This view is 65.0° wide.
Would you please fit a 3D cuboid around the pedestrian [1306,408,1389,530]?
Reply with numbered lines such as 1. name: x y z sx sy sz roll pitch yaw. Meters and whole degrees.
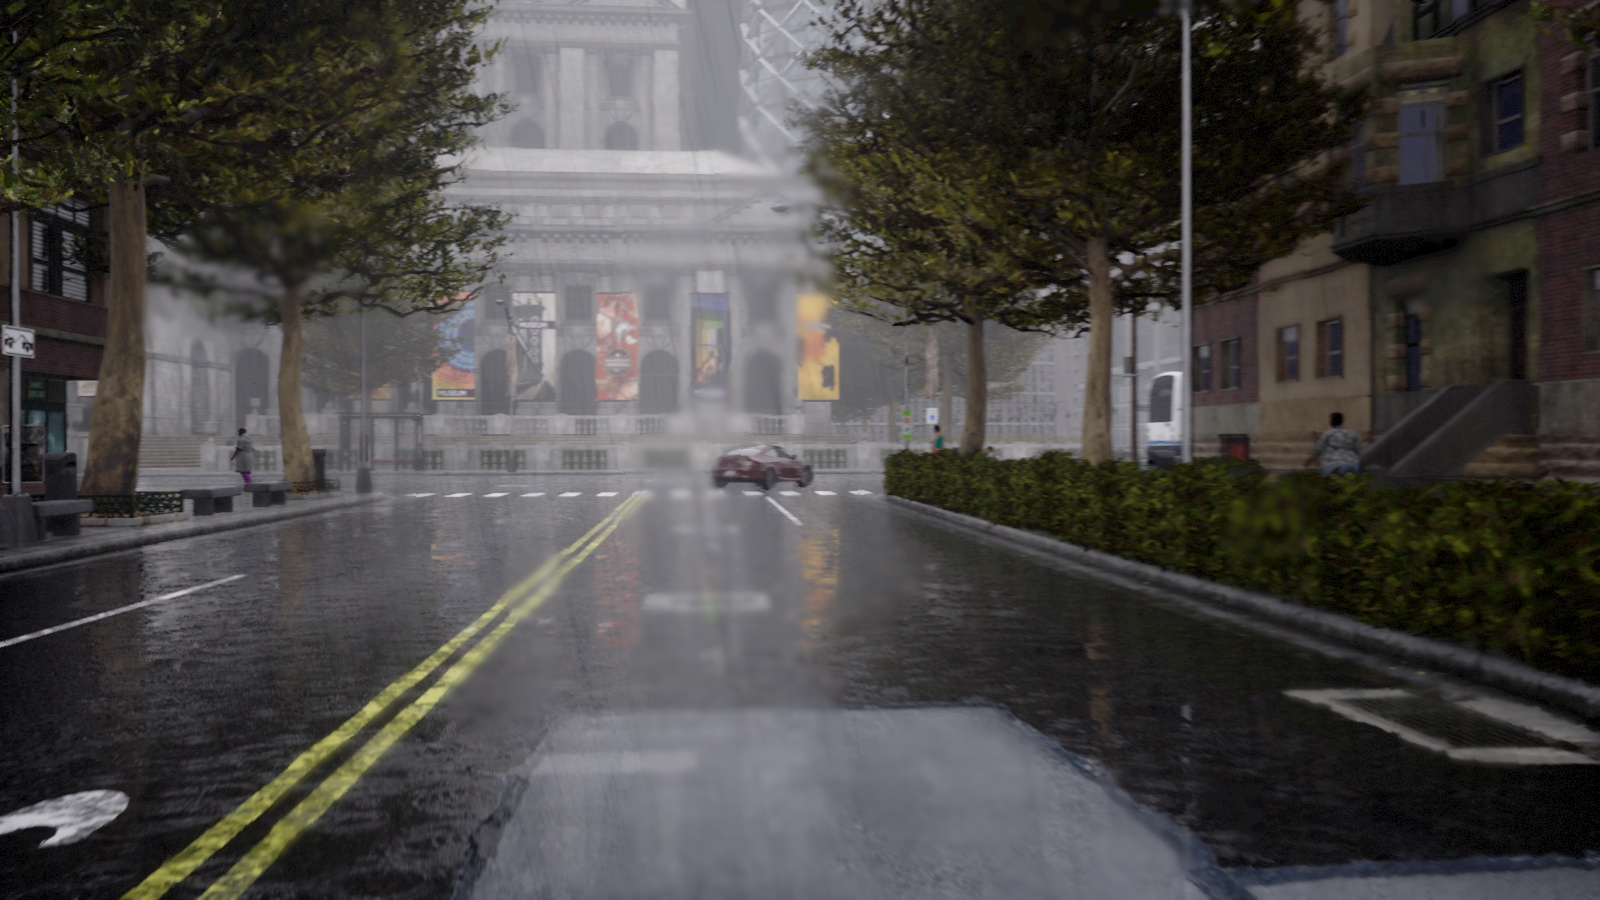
1. pedestrian: 8.562 0.287 19.676 0.874 1.855 0.900 0 0 -4

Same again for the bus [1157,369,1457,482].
1. bus: 19.824 -0.922 49.567 10.273 4.253 3.944 0 0 -3

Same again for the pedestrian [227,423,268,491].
1. pedestrian: -16.059 0.205 36.496 0.873 1.952 0.659 0 0 2

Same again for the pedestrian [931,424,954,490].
1. pedestrian: 4.025 0.200 35.446 0.345 1.836 0.594 0 0 -31

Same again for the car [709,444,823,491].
1. car: -1.029 0.540 41.036 1.812 1.442 4.674 0 0 25
